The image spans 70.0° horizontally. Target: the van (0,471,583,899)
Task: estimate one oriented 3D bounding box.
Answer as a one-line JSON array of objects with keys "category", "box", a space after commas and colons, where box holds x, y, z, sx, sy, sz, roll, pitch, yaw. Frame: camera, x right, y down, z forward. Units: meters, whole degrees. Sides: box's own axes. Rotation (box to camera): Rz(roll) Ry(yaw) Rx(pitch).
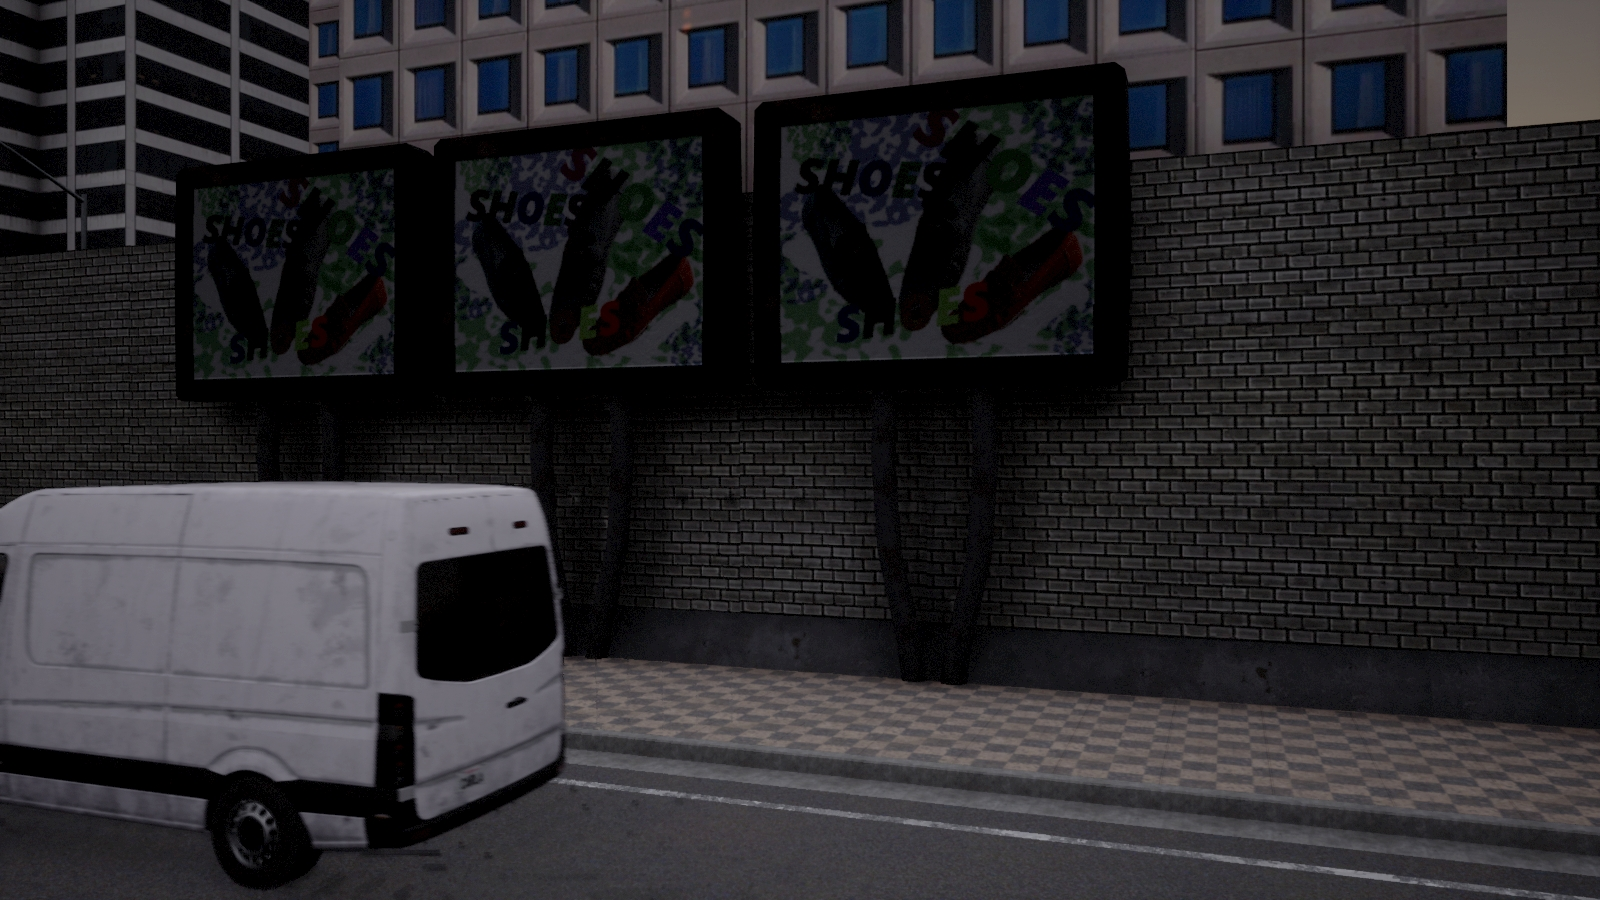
[{"category": "van", "box": [-4.768, 1.479, 8.787, 5.915, 2.561, 1.988, 0, 0, 21]}]
